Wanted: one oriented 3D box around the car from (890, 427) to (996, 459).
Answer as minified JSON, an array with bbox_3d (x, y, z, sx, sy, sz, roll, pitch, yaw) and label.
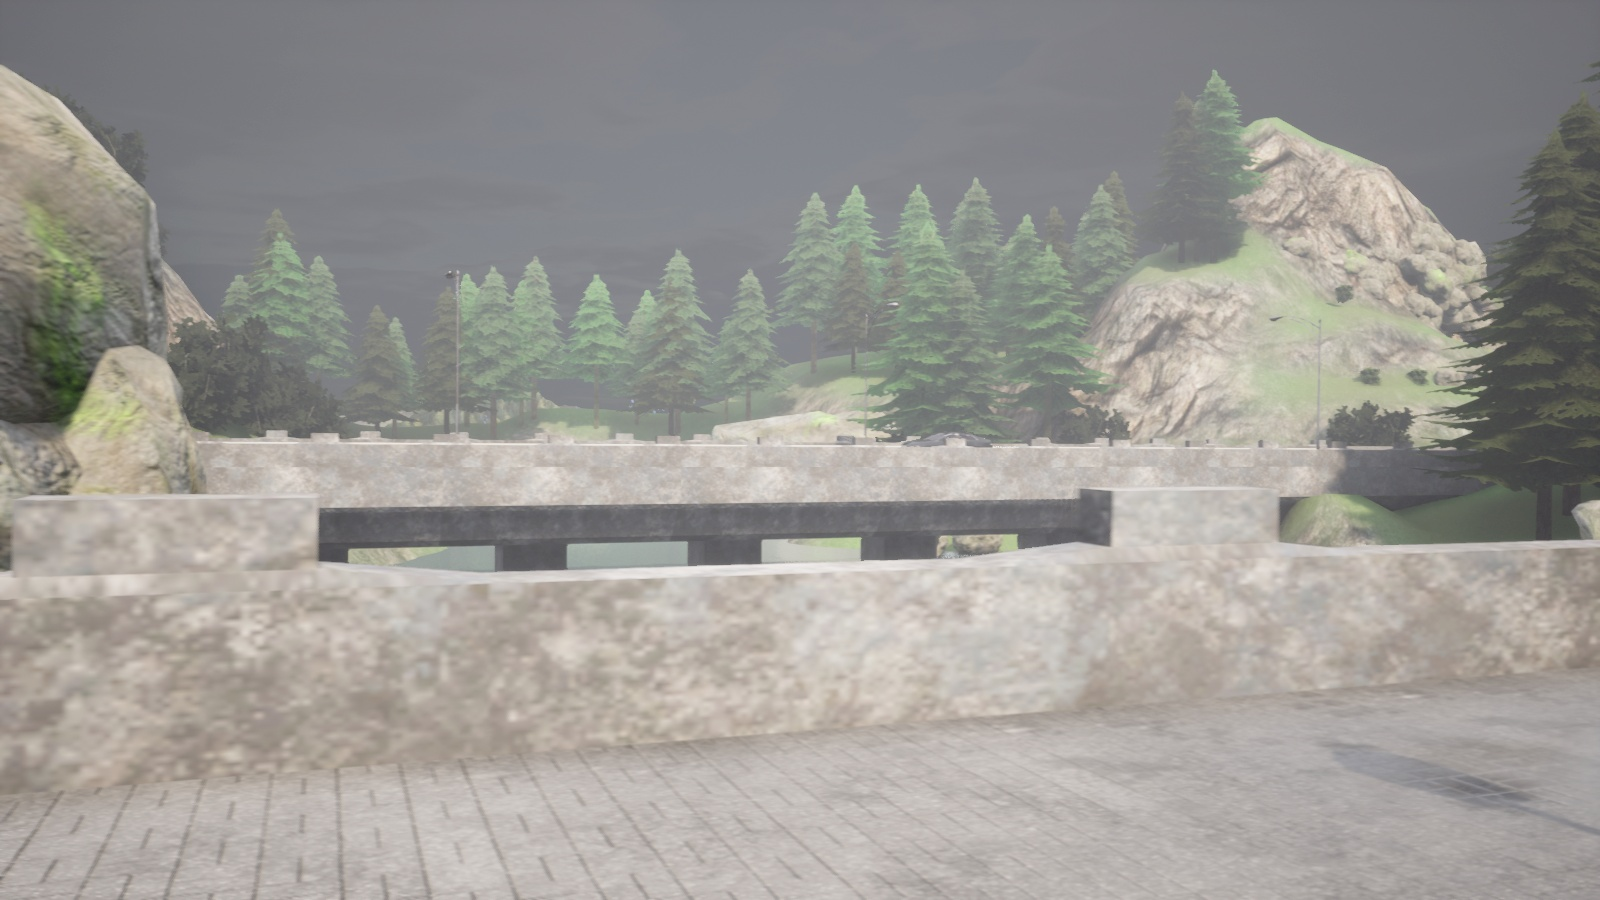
[{"bbox_3d":[7.249,-0.362,63.771,4.902,1.511,2.128,-1,1,-21],"label":"car"}]
